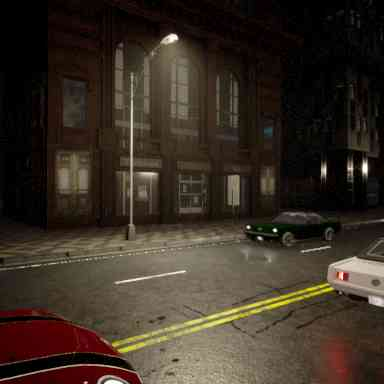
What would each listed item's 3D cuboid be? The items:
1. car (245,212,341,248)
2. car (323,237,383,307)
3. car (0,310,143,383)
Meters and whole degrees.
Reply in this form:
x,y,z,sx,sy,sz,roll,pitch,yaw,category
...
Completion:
x,y,z,sx,sy,sz,roll,pitch,yaw,category
4.594,1.593,14.953,4.718,1.301,1.895,0,0,-36,car
5.010,1.597,7.014,4.718,1.301,1.895,0,0,-35,car
-2.424,1.352,1.711,4.553,1.767,2.097,0,0,-36,car
